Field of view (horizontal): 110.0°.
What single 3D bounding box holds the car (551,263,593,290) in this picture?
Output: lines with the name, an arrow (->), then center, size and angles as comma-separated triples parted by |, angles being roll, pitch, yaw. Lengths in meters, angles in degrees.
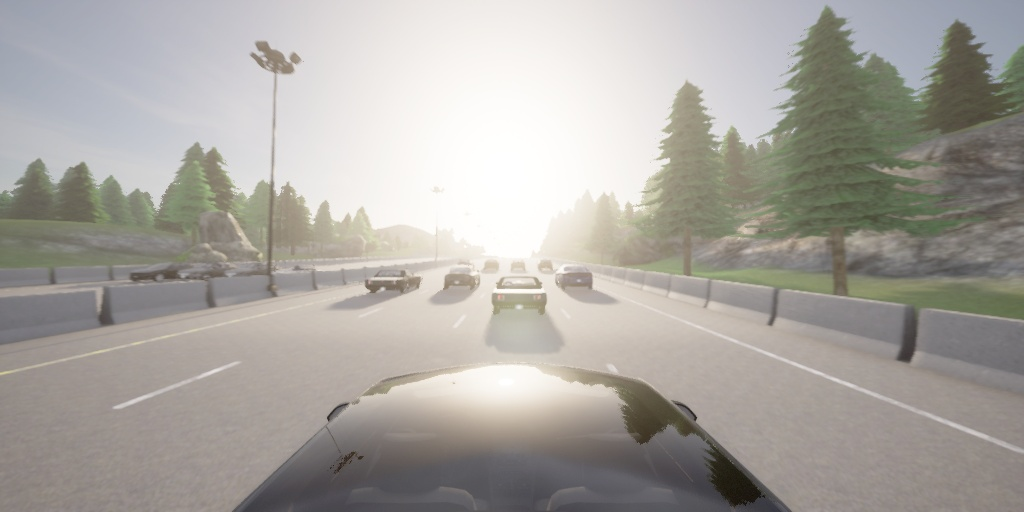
car -> 3.914, 1.266, 23.238 | 1.882, 1.535, 5.008 | 0, 0, 1

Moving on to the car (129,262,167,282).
car -> -27.603, 1.228, 28.831 | 1.882, 1.535, 5.008 | 0, 0, 1

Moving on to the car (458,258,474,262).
car -> -6.204, 1.053, 47.980 | 2.128, 1.511, 4.902 | 0, 1, 1

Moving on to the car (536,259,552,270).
car -> 4.287, 1.087, 47.326 | 1.837, 1.490, 4.892 | 0, 1, 1

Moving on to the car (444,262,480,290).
car -> -3.096, 1.309, 22.691 | 1.812, 1.442, 4.674 | 0, 0, 1

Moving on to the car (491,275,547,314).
car -> 0.272, 1.397, 14.127 | 1.895, 1.301, 4.718 | 0, 0, 1

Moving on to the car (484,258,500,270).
car -> -2.689, 1.028, 48.902 | 1.882, 1.535, 5.008 | 0, 1, 1

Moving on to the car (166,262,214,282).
car -> -24.104, 1.248, 28.779 | 2.128, 1.511, 4.902 | 0, 0, 1

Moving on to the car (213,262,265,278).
car -> -20.604, 1.252, 28.725 | 2.128, 1.511, 4.902 | 0, 0, 1

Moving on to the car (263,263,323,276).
car -> -17.105, 1.373, 28.639 | 1.895, 1.301, 4.718 | 0, 0, 1

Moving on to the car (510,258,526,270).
car -> 0.802, 1.053, 48.372 | 2.128, 1.511, 4.902 | 0, 1, 1

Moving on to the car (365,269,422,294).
car -> -6.627, 1.385, 20.684 | 1.895, 1.301, 4.718 | 0, 0, 1
